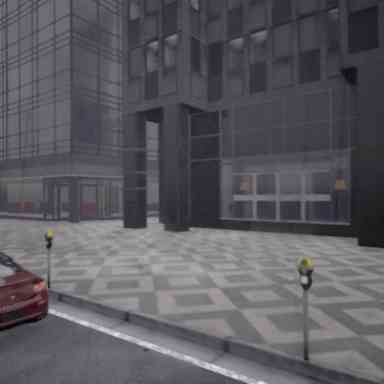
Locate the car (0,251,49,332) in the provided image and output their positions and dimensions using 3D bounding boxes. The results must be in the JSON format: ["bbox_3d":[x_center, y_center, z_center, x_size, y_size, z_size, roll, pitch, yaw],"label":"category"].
[{"bbox_3d":[-4.253,1.646,5.984,4.206,1.307,1.802,-1,0,35],"label":"car"}]
